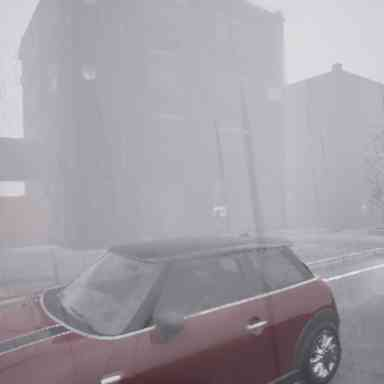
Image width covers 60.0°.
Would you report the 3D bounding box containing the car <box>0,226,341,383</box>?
[{"bbox_3d":[-0.389,1.351,3.715,4.553,1.767,2.097,0,0,-36],"label":"car"}]
